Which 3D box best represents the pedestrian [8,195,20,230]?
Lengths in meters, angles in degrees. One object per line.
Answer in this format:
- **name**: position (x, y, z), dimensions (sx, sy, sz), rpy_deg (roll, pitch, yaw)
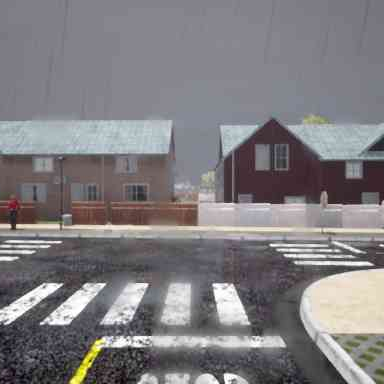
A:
- **pedestrian**: position (-9.362, 1.051, 17.417), dimensions (0.375, 1.860, 0.375), rpy_deg (0, 0, 1)
